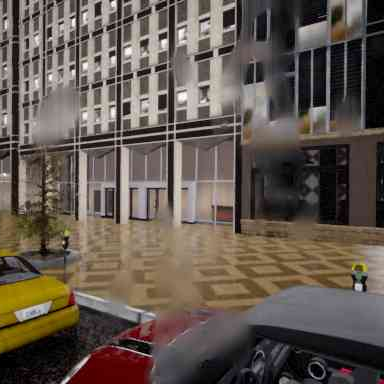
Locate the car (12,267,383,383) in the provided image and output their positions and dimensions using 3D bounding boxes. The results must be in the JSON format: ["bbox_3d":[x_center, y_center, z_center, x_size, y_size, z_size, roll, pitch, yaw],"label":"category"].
[{"bbox_3d":[0.822,1.440,2.278,4.097,1.590,1.967,0,1,36],"label":"car"}]

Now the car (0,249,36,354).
[{"bbox_3d":[-3.943,1.524,5.678,4.829,1.417,1.752,0,1,36],"label":"car"}]
